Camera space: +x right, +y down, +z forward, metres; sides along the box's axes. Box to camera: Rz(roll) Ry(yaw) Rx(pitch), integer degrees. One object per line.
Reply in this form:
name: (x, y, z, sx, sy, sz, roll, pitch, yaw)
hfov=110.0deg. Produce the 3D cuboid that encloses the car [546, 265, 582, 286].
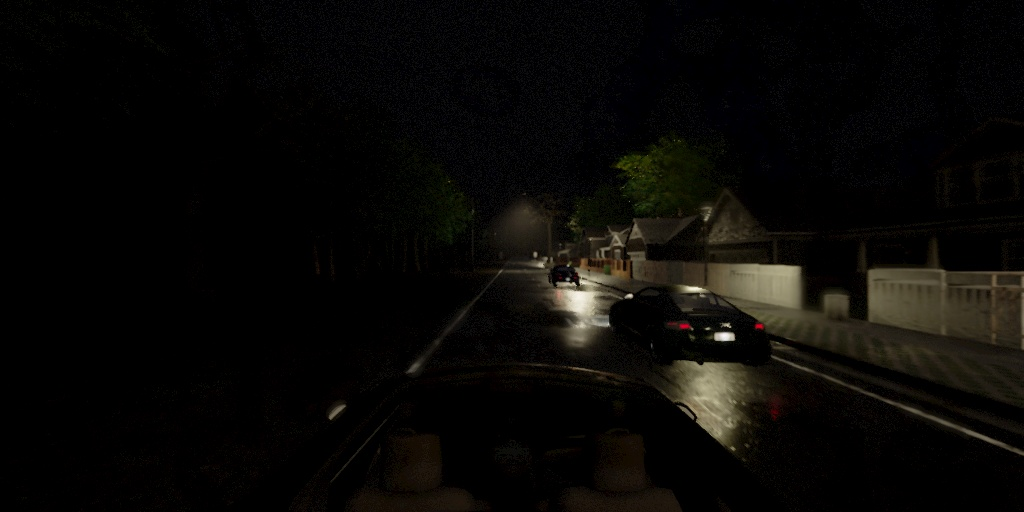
car: (3.731, 1.365, 26.085, 1.812, 1.442, 4.674, 0, 0, 0)

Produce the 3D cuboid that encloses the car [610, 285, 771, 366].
car: (3.626, 1.350, 8.102, 1.994, 1.385, 4.181, 0, 0, 0)
